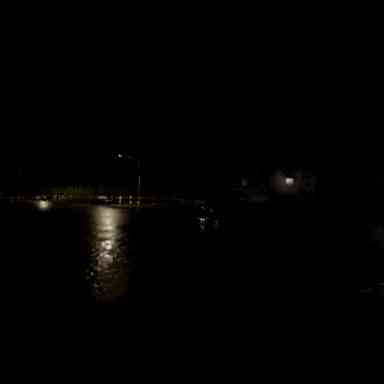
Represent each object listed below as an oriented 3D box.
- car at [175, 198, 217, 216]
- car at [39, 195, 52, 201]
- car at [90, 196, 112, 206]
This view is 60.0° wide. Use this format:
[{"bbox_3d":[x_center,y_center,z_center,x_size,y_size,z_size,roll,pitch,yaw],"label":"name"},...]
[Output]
[{"bbox_3d":[0.259,1.303,29.556,1.812,1.442,4.674,1,0,-36],"label":"car"},{"bbox_3d":[-38.009,1.546,86.575,1.895,1.301,4.718,1,-1,-36],"label":"car"},{"bbox_3d":[-13.054,1.291,47.804,1.994,1.385,4.181,1,-1,-36],"label":"car"}]
